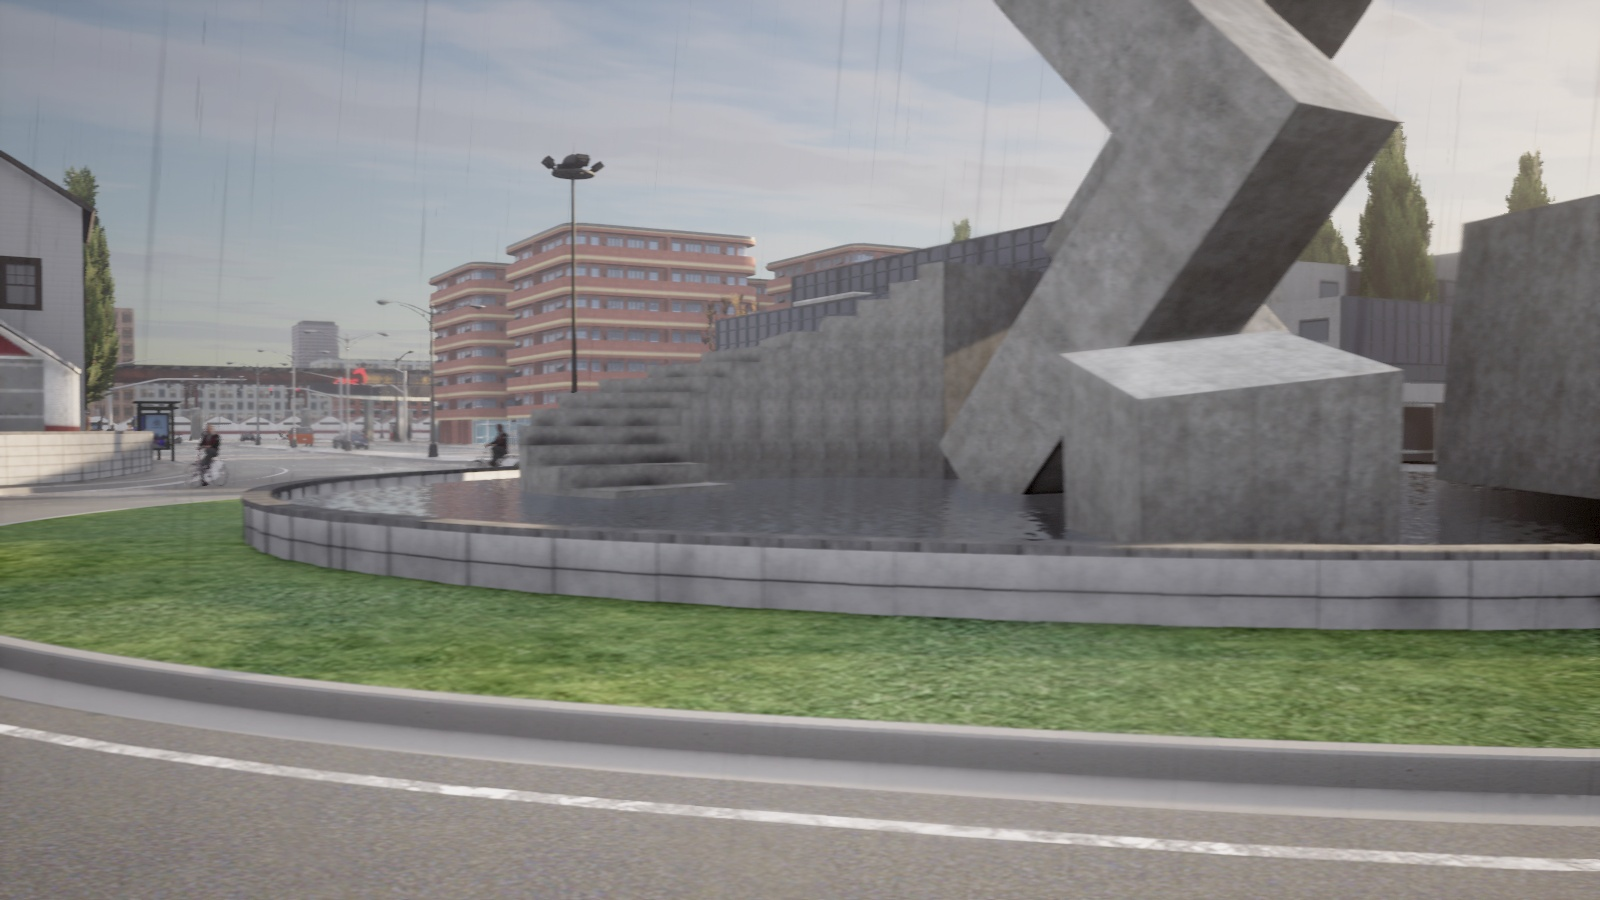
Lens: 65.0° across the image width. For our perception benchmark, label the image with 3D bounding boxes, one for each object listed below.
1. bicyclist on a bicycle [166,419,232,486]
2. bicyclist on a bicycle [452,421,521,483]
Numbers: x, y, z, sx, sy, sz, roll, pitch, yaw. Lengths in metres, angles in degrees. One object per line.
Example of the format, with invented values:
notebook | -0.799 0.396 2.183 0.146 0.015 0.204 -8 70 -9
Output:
bicyclist on a bicycle | -16.444 0.058 34.413 0.659 1.776 1.843 0 1 10
bicyclist on a bicycle | -9.147 0.045 36.686 1.843 1.776 0.659 0 2 -43
